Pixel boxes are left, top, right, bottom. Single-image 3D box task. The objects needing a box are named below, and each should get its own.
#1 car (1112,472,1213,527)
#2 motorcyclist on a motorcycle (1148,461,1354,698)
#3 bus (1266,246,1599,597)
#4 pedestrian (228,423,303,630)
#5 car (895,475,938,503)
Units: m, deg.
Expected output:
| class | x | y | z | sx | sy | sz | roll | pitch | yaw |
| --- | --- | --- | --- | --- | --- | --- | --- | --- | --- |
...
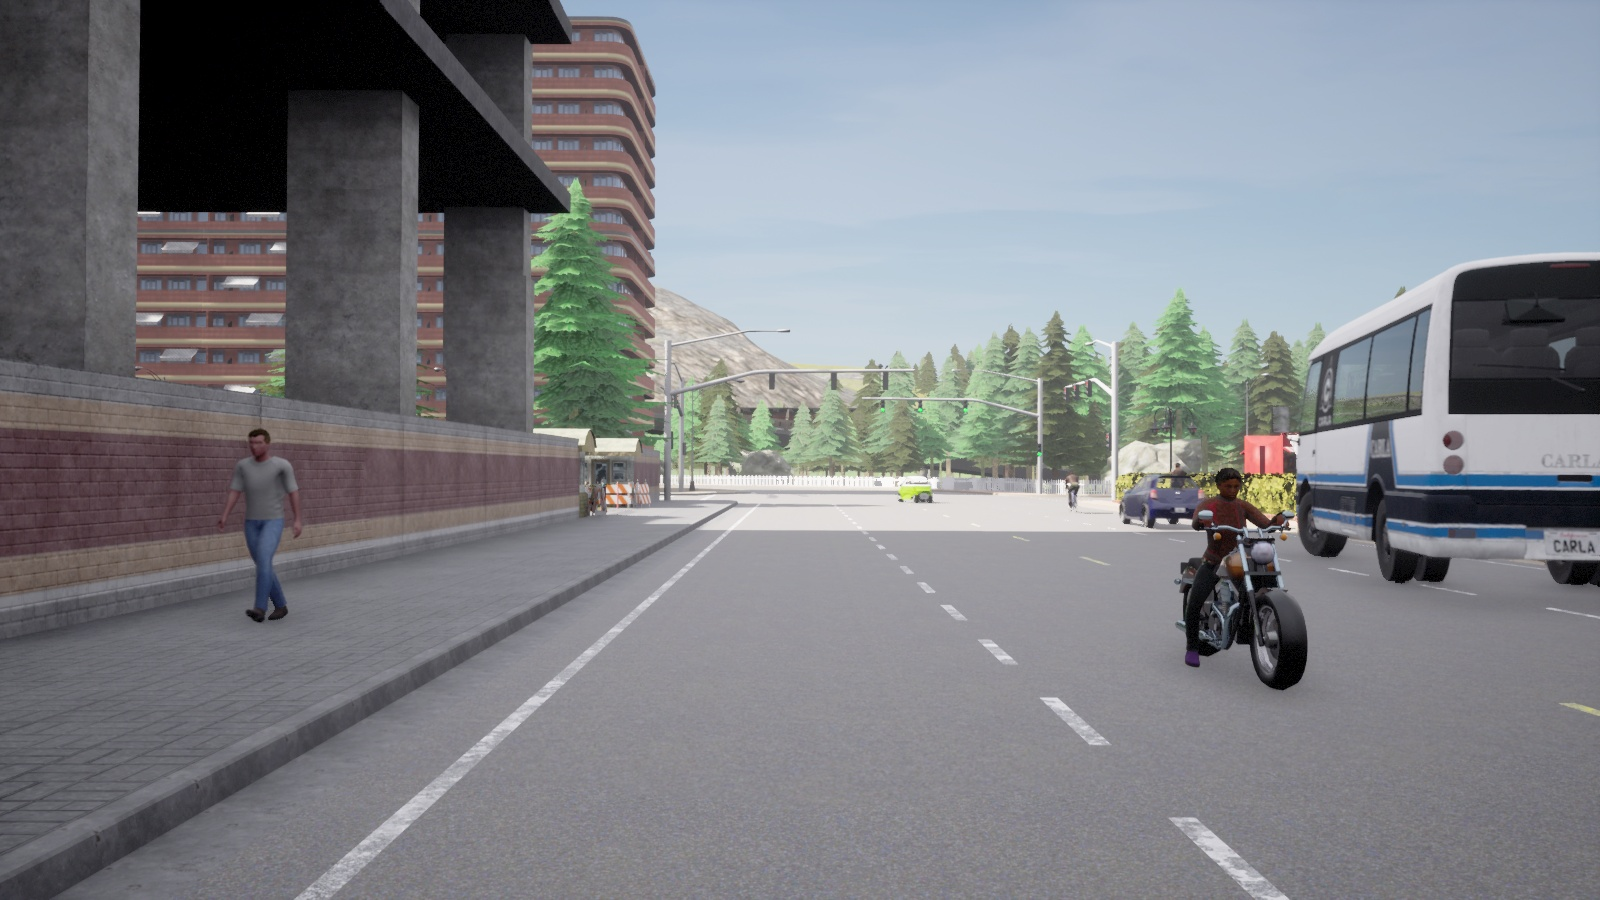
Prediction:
| class | x | y | z | sx | sy | sz | roll | pitch | yaw |
| --- | --- | --- | --- | --- | --- | --- | --- | --- | --- |
| car | 10.410 | 1.395 | 36.301 | 1.845 | 1.501 | 3.633 | 0 | -1 | 0 |
| motorcyclist on a motorcycle | 3.475 | 0.918 | 9.942 | 0.766 | 1.649 | 2.350 | 0 | -1 | 0 |
| bus | 10.383 | -0.264 | 20.284 | 3.944 | 4.253 | 10.273 | 0 | -1 | 12 |
| pedestrian | -4.889 | 0.684 | 11.513 | 0.354 | 1.836 | 0.706 | 0 | -1 | 3 |
| car | 5.913 | 1.962 | 64.074 | 1.481 | 1.376 | 2.207 | 0 | -1 | -17 |
